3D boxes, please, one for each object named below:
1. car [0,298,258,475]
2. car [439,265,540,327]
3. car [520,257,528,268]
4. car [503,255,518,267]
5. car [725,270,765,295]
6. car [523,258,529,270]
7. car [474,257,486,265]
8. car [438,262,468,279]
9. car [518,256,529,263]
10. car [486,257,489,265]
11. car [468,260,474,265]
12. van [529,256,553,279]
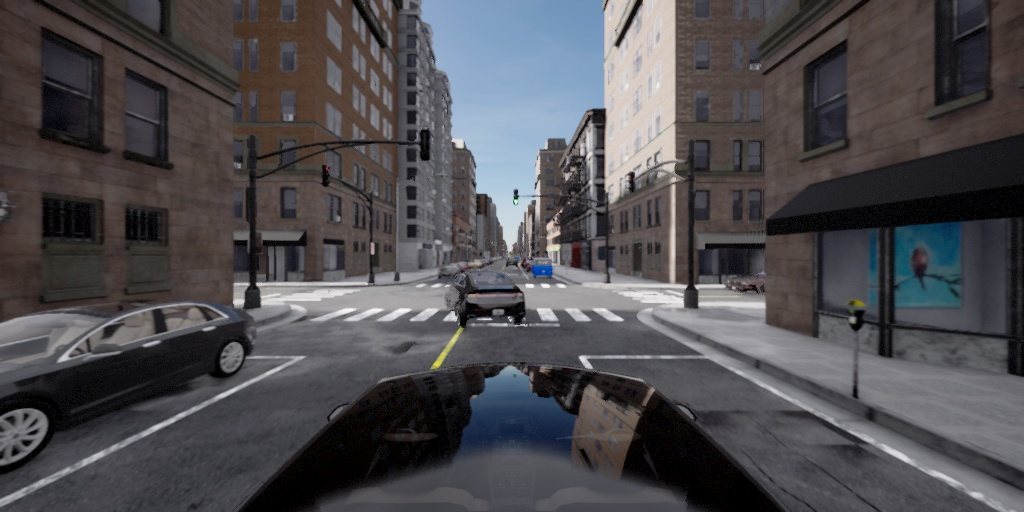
[{"bbox_3d":[-5.388,1.296,4.628,2.007,1.370,4.403,0,0,0],"label":"car"},{"bbox_3d":[-0.998,1.228,11.556,2.128,1.511,4.902,0,0,-15],"label":"car"},{"bbox_3d":[2.632,1.253,54.445,1.802,1.307,4.207,0,0,0],"label":"car"},{"bbox_3d":[-0.006,1.008,61.401,2.097,1.767,4.553,0,0,0],"label":"car"},{"bbox_3d":[14.764,1.371,19.562,5.357,1.411,2.033,0,0,0],"label":"car"},{"bbox_3d":[2.633,1.273,43.082,1.802,1.307,4.207,0,0,0],"label":"car"},{"bbox_3d":[-5.393,1.196,54.268,1.751,1.417,4.829,0,0,0],"label":"car"},{"bbox_3d":[-5.390,1.257,31.710,2.007,1.370,4.403,0,0,0],"label":"car"},{"bbox_3d":[2.632,0.974,60.127,2.192,1.841,5.009,0,0,0],"label":"car"},{"bbox_3d":[-5.393,1.225,60.120,1.948,1.339,4.313,0,0,0],"label":"car"},{"bbox_3d":[-5.391,1.244,37.391,1.888,1.381,4.507,0,0,0],"label":"car"},{"bbox_3d":[2.635,1.048,31.719,1.690,1.789,3.998,0,0,0],"label":"van"}]
